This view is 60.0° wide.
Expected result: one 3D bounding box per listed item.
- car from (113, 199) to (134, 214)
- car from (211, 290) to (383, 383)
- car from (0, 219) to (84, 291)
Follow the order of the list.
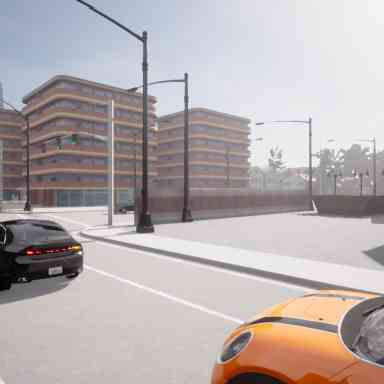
[{"bbox_3d":[-6.322,1.491,34.976,4.902,1.511,2.128,0,0,-44],"label":"car"},{"bbox_3d":[2.319,1.352,2.301,4.553,1.767,2.097,0,0,40],"label":"car"},{"bbox_3d":[-4.699,1.505,9.166,1.837,1.490,4.892,0,0,-43],"label":"car"}]
